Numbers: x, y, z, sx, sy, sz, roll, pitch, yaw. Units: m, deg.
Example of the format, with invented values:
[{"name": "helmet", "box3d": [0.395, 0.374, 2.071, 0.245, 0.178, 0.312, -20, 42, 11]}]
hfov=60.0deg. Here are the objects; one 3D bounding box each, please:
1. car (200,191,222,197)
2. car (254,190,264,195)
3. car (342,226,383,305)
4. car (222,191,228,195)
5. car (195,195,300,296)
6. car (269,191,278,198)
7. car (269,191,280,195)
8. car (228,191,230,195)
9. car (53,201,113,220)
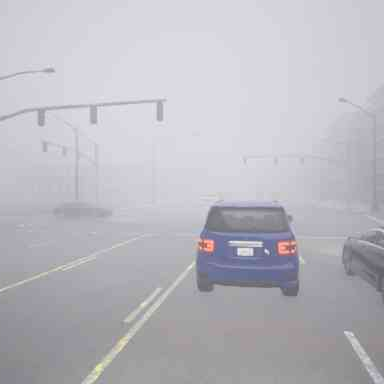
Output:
[{"name": "car", "box3d": [2.489, 1.079, 47.462, 2.150, 2.045, 5.566, 0, 1, 11]}, {"name": "car", "box3d": [15.261, 0.904, 75.459, 1.994, 1.385, 4.181, 0, 1, 11]}, {"name": "car", "box3d": [4.779, 1.492, 7.389, 2.128, 1.511, 4.902, 0, 0, 11]}, {"name": "car", "box3d": [4.515, 0.926, 57.649, 2.150, 2.045, 5.566, 0, 1, 11]}, {"name": "car", "box3d": [1.511, 1.221, 8.911, 2.150, 2.045, 5.566, 0, 0, 11]}, {"name": "car", "box3d": [20.711, 0.552, 84.965, 2.097, 1.767, 4.553, 0, 1, 11]}, {"name": "car", "box3d": [18.732, 0.881, 74.962, 2.128, 1.511, 4.902, 0, 1, 11]}, {"name": "car", "box3d": [6.615, 0.741, 67.889, 2.150, 2.045, 5.566, 0, 1, 12]}, {"name": "car", "box3d": [-9.123, 1.507, 27.897, 4.892, 1.490, 1.837, -1, 0, 6]}]
